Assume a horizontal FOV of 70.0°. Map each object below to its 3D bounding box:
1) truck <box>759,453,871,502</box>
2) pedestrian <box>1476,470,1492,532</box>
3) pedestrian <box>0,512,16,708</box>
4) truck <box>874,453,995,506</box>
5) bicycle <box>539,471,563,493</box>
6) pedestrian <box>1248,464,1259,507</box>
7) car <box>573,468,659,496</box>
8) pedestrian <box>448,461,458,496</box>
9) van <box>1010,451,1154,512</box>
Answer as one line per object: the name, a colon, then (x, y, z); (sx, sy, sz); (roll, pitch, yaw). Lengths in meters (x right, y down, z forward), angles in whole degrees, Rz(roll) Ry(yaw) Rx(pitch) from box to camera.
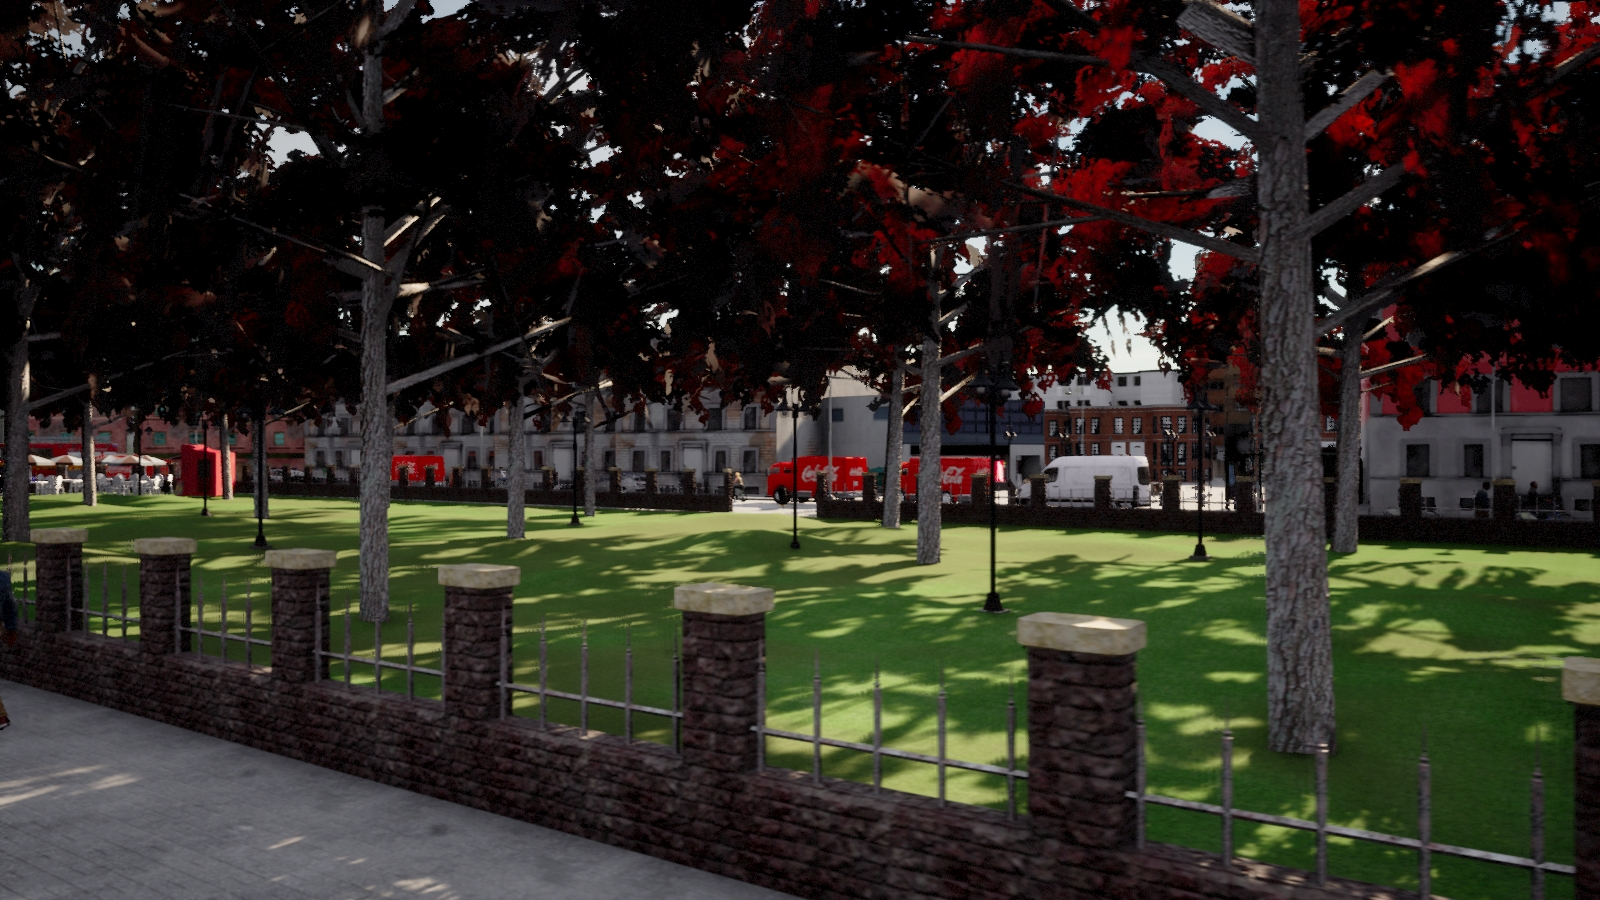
truck: (0.760, 1.372, 59.258); (5.204, 2.467, 2.627); (0, 0, 35)
pedestrian: (20.640, 1.527, 34.491); (0.375, 1.860, 0.375); (0, 0, 35)
pedestrian: (-7.835, 1.536, 10.953); (0.375, 1.860, 0.375); (0, 0, 20)
truck: (6.467, 1.367, 55.241); (5.204, 2.467, 2.627); (0, 0, 35)
bicycle: (-15.408, 1.978, 70.632); (1.835, 1.271, 0.329); (0, 0, 35)
pedestrian: (19.800, 1.534, 49.885); (0.375, 1.860, 0.375); (0, 0, 8)
car: (-10.875, 1.862, 67.426); (4.902, 1.511, 2.128); (0, 0, 35)
pedestrian: (-18.946, 1.559, 62.361); (0.375, 1.860, 0.375); (0, 0, 35)
van: (12.516, 1.329, 51.001); (5.915, 2.561, 1.988); (0, 0, 35)
